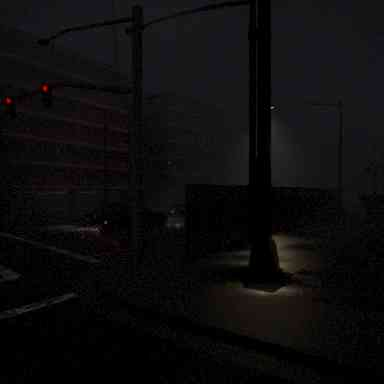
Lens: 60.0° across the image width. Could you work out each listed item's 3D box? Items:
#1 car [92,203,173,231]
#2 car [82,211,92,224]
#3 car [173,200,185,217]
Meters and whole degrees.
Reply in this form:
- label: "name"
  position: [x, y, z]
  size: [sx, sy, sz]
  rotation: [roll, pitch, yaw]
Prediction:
- label: "car"
  position: [-3.509, 1.526, 20.575]
  size: [1.812, 1.442, 4.674]
  rotation: [0, 0, 36]
- label: "car"
  position: [-5.616, 1.526, 23.898]
  size: [1.812, 1.442, 4.674]
  rotation: [0, 0, 35]
- label: "car"
  position: [-0.312, 1.491, 31.484]
  size: [2.128, 1.511, 4.902]
  rotation: [0, 0, 35]
